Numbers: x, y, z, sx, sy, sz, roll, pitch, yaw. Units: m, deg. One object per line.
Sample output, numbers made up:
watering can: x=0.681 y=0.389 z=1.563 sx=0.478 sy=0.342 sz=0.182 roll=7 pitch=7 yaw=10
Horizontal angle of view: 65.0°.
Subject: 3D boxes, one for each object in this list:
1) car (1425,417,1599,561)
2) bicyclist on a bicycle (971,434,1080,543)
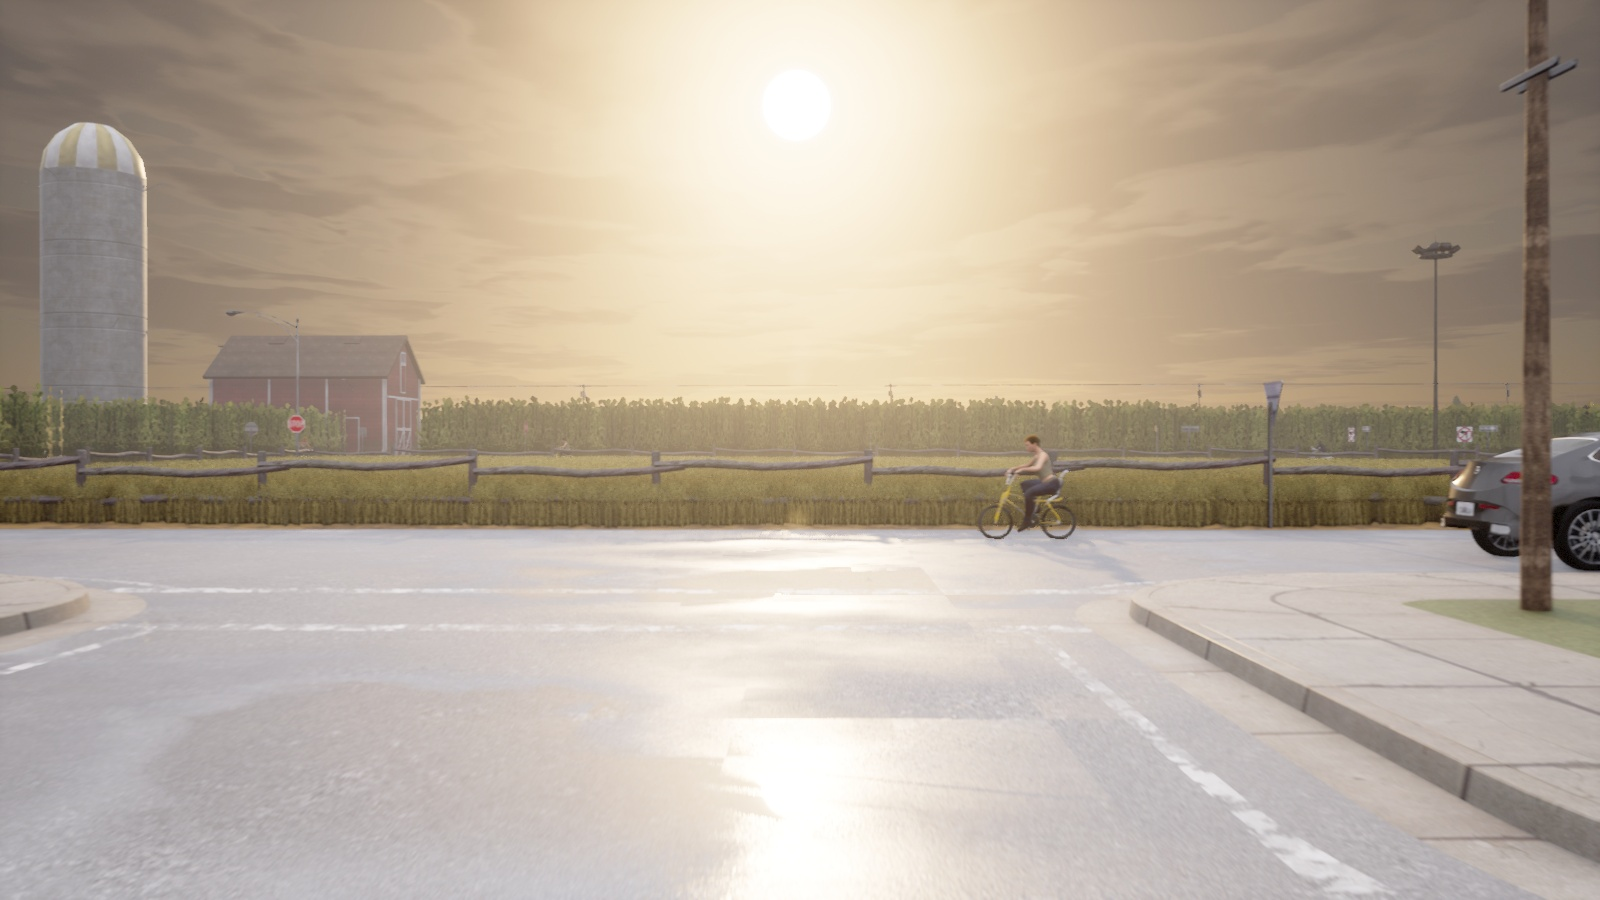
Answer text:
car: x=10.725 y=0.442 z=15.419 sx=5.027 sy=1.651 sz=2.152 roll=0 pitch=0 yaw=1
bicyclist on a bicycle: x=3.403 y=0.572 z=19.075 sx=1.509 sy=1.612 sz=0.866 roll=0 pitch=0 yaw=1
